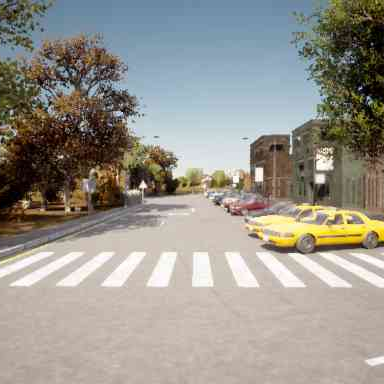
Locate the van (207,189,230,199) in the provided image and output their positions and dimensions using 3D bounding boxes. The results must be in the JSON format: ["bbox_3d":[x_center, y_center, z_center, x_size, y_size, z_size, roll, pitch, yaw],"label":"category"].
[{"bbox_3d":[5.790,0.443,72.904,4.442,1.987,1.878,1,0,-20],"label":"van"}]

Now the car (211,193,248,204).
[{"bbox_3d":[5.491,0.939,48.827,4.792,1.488,2.163,1,1,-20],"label":"car"}]

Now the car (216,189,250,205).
[{"bbox_3d":[5.466,0.924,36.836,4.553,1.767,2.185,1,1,-20],"label":"car"}]

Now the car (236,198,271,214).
[{"bbox_3d":[5.347,1.283,18.826,4.892,1.521,2.231,1,1,-20],"label":"car"}]

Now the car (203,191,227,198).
[{"bbox_3d":[5.529,0.605,78.806,5.366,1.575,1.946,1,1,-20],"label":"car"}]

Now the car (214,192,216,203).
[{"bbox_3d":[5.450,1.053,39.834,4.674,1.452,2.002,1,0,-20],"label":"car"}]

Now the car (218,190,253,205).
[{"bbox_3d":[5.446,0.961,33.835,4.553,1.767,2.185,1,1,-20],"label":"car"}]

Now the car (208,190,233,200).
[{"bbox_3d":[5.680,0.599,66.857,4.553,1.767,2.185,1,1,-20],"label":"car"}]

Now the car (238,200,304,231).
[{"bbox_3d":[5.156,1.318,15.762,5.366,1.575,1.946,0,1,-20],"label":"car"}]

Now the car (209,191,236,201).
[{"bbox_3d":[5.576,0.657,60.841,4.553,1.767,2.185,1,0,-20],"label":"car"}]

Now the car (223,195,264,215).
[{"bbox_3d":[5.380,1.203,27.826,4.674,1.452,2.002,0,1,-20],"label":"car"}]

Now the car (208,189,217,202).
[{"bbox_3d":[5.465,0.727,42.809,5.566,2.045,2.435,1,1,-20],"label":"car"}]

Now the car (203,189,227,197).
[{"bbox_3d":[5.746,0.302,84.895,5.566,2.045,2.435,1,0,-20],"label":"car"}]

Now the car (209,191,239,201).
[{"bbox_3d":[5.555,0.687,57.840,4.553,1.767,2.185,1,0,-20],"label":"car"}]

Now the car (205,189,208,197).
[{"bbox_3d":[5.519,0.625,51.825,5.566,2.045,2.435,1,1,-20],"label":"car"}]

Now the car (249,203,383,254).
[{"bbox_3d":[5.150,1.357,12.761,5.366,1.575,1.946,1,1,-20],"label":"car"}]

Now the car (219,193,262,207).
[{"bbox_3d":[5.367,1.153,30.817,4.792,1.488,2.163,1,1,-20],"label":"car"}]
